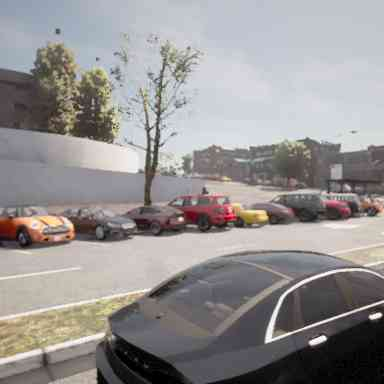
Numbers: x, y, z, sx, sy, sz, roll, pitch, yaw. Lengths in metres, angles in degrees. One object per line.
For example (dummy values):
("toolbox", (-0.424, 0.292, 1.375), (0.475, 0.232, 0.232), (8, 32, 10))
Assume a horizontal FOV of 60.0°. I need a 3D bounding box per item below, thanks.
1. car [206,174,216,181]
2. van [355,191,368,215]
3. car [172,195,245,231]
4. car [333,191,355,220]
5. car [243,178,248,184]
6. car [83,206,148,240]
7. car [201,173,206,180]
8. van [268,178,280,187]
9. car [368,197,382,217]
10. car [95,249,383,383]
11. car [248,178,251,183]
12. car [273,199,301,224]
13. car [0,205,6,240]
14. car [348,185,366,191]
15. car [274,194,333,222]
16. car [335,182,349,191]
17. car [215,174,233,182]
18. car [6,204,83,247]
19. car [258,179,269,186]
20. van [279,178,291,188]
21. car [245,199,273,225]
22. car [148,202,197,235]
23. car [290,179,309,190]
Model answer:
("car", (7.170, -3.982, 90.991), (2.435, 2.045, 5.566), (7, 4, 34))
("van", (12.366, 1.168, 28.786), (4.442, 1.987, 1.878), (-1, -1, 35))
("car", (-0.043, 1.192, 20.202), (5.566, 2.045, 2.435), (-1, 0, 35))
("car", (9.826, 1.153, 27.116), (5.566, 2.045, 2.435), (-1, -1, 35))
("car", (14.129, -2.600, 81.223), (2.002, 1.452, 4.674), (7, 3, 35))
("car", (-4.908, 1.467, 16.713), (4.892, 1.521, 2.231), (-1, -1, 35))
("car", (5.376, -4.134, 93.457), (2.185, 1.767, 4.553), (6, 3, 34))
("van", (19.277, -2.047, 73.709), (1.878, 1.987, 4.442), (7, 4, 35))
("car", (14.776, 1.260, 30.535), (4.553, 1.767, 2.185), (-1, 0, 35))
("car", (1.334, 1.490, 4.083), (4.892, 1.490, 1.837), (-1, 0, -35))
("car", (15.871, -2.327, 78.761), (2.002, 1.452, 4.674), (7, 4, 35))
("car", (4.886, 1.464, 23.656), (4.674, 1.452, 2.002), (-1, 0, 35))
("car", (-9.771, 1.367, 13.204), (4.553, 1.767, 2.185), (-1, 0, 35))
("car", (29.670, -0.146, 59.020), (2.002, 1.452, 4.674), (7, 3, 35))
("car", (7.312, 1.163, 25.412), (5.566, 2.045, 2.435), (-1, 0, 35))
("car", (27.977, -0.709, 61.491), (2.435, 2.045, 5.566), (7, 3, 35))
("car", (9.022, -3.460, 88.733), (1.946, 1.575, 5.366), (6, 3, 34))
("car", (-7.375, 1.353, 14.987), (4.553, 1.767, 2.185), (-1, -1, 35))
("car", (17.703, -2.096, 76.441), (1.946, 1.575, 5.366), (7, 3, 35))
("van", (21.006, -1.773, 71.238), (1.878, 1.987, 4.442), (7, 4, 35))
("car", (2.279, 1.433, 22.029), (5.366, 1.575, 1.946), (-1, 0, 35))
("car", (-2.487, 1.483, 18.458), (4.792, 1.488, 2.163), (-1, 0, 35))
("car", (22.767, -1.275, 68.877), (2.231, 1.521, 4.892), (7, 3, 35))
